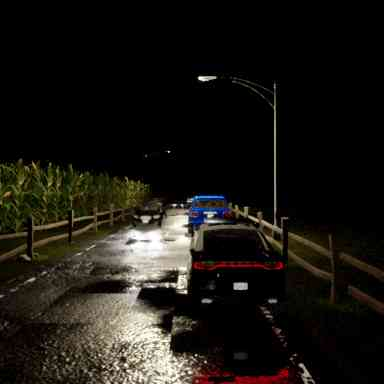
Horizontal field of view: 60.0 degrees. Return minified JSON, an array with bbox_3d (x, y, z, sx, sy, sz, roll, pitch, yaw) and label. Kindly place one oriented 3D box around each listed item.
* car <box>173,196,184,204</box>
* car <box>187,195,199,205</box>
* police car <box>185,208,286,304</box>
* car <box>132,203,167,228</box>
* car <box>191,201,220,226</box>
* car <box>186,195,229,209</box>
[{"bbox_3d":[-2.572,1.539,63.619,1.882,1.535,5.008,0,0,0],"label":"car"},{"bbox_3d":[0.168,1.405,60.182,2.097,1.767,4.553,0,0,0],"label":"car"},{"bbox_3d":[0.848,1.425,8.331,1.930,1.638,5.238,0,0,0],"label":"police car"},{"bbox_3d":[-2.787,1.491,22.459,2.128,1.511,4.902,0,0,0],"label":"car"},{"bbox_3d":[0.892,1.477,24.221,1.882,1.535,5.008,0,0,0],"label":"car"},{"bbox_3d":[0.875,1.224,18.251,2.150,2.045,5.566,0,0,0],"label":"car"}]
